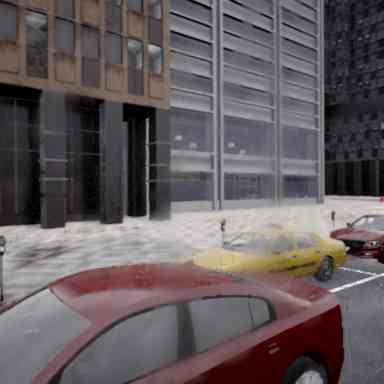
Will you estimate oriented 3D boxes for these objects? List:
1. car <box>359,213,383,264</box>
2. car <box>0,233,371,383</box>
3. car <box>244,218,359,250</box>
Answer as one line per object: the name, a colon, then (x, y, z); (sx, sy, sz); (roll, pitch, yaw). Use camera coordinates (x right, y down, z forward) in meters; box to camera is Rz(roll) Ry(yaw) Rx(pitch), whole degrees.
car: (6.437, 1.407, 11.250); (4.507, 1.381, 1.887); (-1, 1, -35)
car: (-0.698, 1.466, 2.881); (5.008, 1.535, 1.882); (-1, 0, -35)
car: (1.800, 1.455, 7.944); (4.829, 1.417, 1.752); (-1, 1, -35)
